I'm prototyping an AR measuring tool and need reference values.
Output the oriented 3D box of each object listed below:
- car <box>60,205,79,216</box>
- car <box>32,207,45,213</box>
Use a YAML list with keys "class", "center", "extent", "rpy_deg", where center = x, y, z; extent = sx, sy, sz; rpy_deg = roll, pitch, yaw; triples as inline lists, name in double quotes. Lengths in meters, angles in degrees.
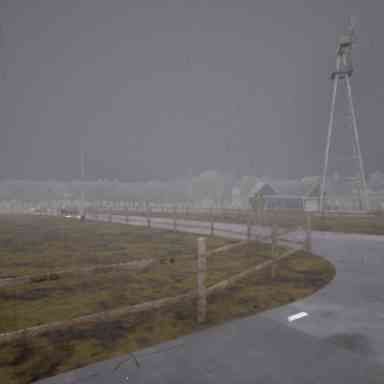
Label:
- class: "car"
  center: [-18.470, 2.765, 50.067]
  extent: [1.837, 1.490, 4.892]
  rpy_deg: [0, -2, -35]
- class: "car"
  center: [-36.403, 4.273, 79.989]
  extent: [1.812, 1.442, 4.674]
  rpy_deg: [0, -3, -35]
